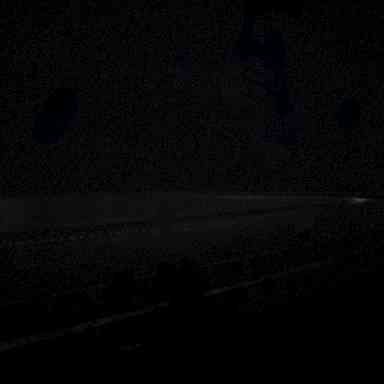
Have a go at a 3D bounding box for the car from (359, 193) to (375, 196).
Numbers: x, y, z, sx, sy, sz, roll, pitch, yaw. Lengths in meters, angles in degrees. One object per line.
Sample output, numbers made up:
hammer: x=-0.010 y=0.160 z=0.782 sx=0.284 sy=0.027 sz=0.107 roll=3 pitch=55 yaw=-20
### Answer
car: x=42.367 y=0.547 z=80.504 sx=1.895 sy=1.301 sz=4.718 roll=-1 pitch=0 yaw=1

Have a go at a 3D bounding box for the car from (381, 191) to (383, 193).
car: x=45.818 y=0.495 z=78.990 sx=1.895 sy=1.301 sz=4.718 roll=-1 pitch=0 yaw=1
